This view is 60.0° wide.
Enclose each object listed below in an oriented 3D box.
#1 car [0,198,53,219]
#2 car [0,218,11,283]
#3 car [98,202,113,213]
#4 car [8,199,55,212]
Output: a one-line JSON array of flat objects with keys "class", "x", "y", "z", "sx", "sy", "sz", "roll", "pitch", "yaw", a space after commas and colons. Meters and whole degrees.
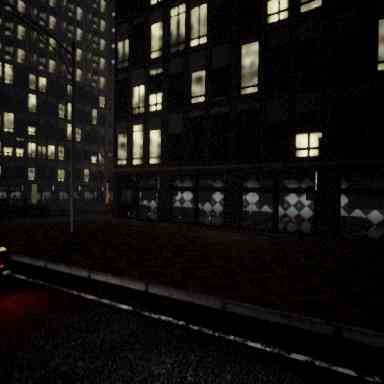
[{"class": "car", "x": -15.671, "y": 1.493, "z": 30.561, "sx": 2.192, "sy": 1.841, "sz": 5.009, "roll": 1, "pitch": 0, "yaw": 36}, {"class": "car", "x": -6.375, "y": 1.479, "z": 8.203, "sx": 4.902, "sy": 1.511, "sz": 2.128, "roll": 0, "pitch": 0, "yaw": 36}, {"class": "car", "x": -8.887, "y": 1.804, "z": 39.783, "sx": 1.752, "sy": 1.417, "sz": 4.829, "roll": 1, "pitch": 0, "yaw": 36}, {"class": "car", "x": -19.183, "y": 1.609, "z": 39.931, "sx": 1.752, "sy": 1.417, "sz": 4.829, "roll": 1, "pitch": 0, "yaw": 36}]
